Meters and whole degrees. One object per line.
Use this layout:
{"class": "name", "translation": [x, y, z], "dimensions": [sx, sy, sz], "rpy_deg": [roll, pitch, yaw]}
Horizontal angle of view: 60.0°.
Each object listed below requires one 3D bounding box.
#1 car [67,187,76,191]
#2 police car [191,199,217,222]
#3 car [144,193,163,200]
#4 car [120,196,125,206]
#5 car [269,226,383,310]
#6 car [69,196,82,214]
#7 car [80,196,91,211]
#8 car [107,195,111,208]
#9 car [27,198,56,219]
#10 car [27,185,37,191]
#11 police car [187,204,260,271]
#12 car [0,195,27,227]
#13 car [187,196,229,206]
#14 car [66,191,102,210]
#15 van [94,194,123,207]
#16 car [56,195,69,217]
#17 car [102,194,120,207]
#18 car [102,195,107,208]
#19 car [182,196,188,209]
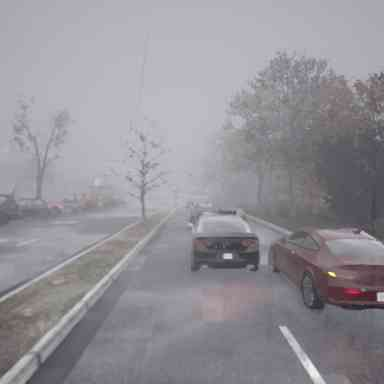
{"class": "car", "translation": [-31.197, -0.255, 85.847], "dimensions": [2.435, 2.045, 5.566], "rpy_deg": [6, -3, -19]}
{"class": "police car", "translation": [0.892, 1.401, 26.900], "dimensions": [1.930, 1.638, 5.238], "rpy_deg": [0, 0, 0]}
{"class": "car", "translation": [-11.486, 1.559, 94.922], "dimensions": [4.792, 1.488, 2.163], "rpy_deg": [-1, 0, -15]}
{"class": "car", "translation": [-13.738, 1.323, 51.101], "dimensions": [5.566, 2.045, 2.435], "rpy_deg": [-1, -1, -20]}
{"class": "car", "translation": [3.098, 1.502, 7.596], "dimensions": [1.812, 1.442, 4.674], "rpy_deg": [0, 0, 0]}
{"class": "car", "translation": [-13.817, 1.489, 33.063], "dimensions": [4.892, 1.521, 2.231], "rpy_deg": [-1, -1, -20]}
{"class": "car", "translation": [-13.834, 1.530, 36.047], "dimensions": [4.792, 1.488, 2.163], "rpy_deg": [-1, 0, -20]}
{"class": "car", "translation": [-13.788, 1.584, 45.067], "dimensions": [4.674, 1.452, 2.002], "rpy_deg": [-1, 0, -20]}
{"class": "car", "translation": [-13.782, 1.341, 27.067], "dimensions": [4.553, 1.767, 2.185], "rpy_deg": [-1, 0, -20]}
{"class": "car", "translation": [-40.236, -0.821, 85.895], "dimensions": [2.231, 1.521, 4.892], "rpy_deg": [6, -3, -19]}
{"class": "police car", "translation": [0.896, 1.395, 10.888], "dimensions": [1.930, 1.638, 5.238], "rpy_deg": [0, 0, 0]}
{"class": "car", "translation": [-13.841, 1.205, 21.041], "dimensions": [5.566, 2.045, 2.435], "rpy_deg": [-1, 0, -20]}
{"class": "car", "translation": [0.893, 1.316, 20.756], "dimensions": [2.097, 1.767, 4.553], "rpy_deg": [0, 0, 0]}
{"class": "car", "translation": [-13.835, 1.264, 39.052], "dimensions": [5.566, 2.045, 2.435], "rpy_deg": [-1, 0, -20]}
{"class": "van", "translation": [-13.624, 1.363, 54.138], "dimensions": [4.442, 1.987, 1.878], "rpy_deg": [-1, -1, -19]}
{"class": "car", "translation": [-13.844, 1.351, 30.053], "dimensions": [4.553, 1.767, 2.185], "rpy_deg": [-1, 0, -20]}
{"class": "car", "translation": [-13.809, 1.308, 48.065], "dimensions": [5.566, 2.045, 2.435], "rpy_deg": [-1, 0, -20]}
{"class": "car", "translation": [-13.976, 1.529, 42.000], "dimensions": [5.366, 1.575, 1.946], "rpy_deg": [-1, 0, -20]}
{"class": "car", "translation": [0.032, 1.608, 46.519], "dimensions": [2.033, 1.411, 5.357], "rpy_deg": [0, 0, 0]}
